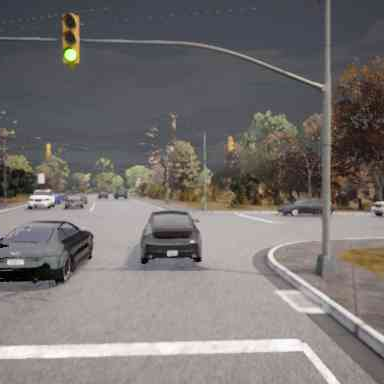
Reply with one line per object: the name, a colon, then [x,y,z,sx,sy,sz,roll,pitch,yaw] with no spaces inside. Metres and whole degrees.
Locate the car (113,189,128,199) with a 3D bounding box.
car: [-14.327,0.414,67.352,2.150,2.045,5.566,0,1,-16]

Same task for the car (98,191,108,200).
car: [-17.675,0.708,66.339,1.837,1.490,4.892,0,1,-16]

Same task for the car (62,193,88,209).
car: [-12.858,1.084,36.643,1.812,1.442,4.674,0,1,-15]

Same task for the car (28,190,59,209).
car: [-16.517,0.782,36.799,2.150,2.045,5.566,0,1,-15]

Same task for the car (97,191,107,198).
car: [-20.599,0.548,76.332,2.128,1.511,4.902,0,0,-16]

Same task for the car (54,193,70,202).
car: [-22.069,0.869,56.468,2.033,1.411,5.357,0,1,-16]

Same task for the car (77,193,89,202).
car: [-18.103,0.926,55.390,1.895,1.301,4.718,0,1,-16]

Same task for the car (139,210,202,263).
car: [-0.771,1.399,11.651,1.837,1.490,4.892,0,1,-5]

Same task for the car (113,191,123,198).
car: [-17.237,0.506,77.304,1.837,1.490,4.892,0,0,-16]

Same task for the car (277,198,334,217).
car: [9.742,1.304,28.564,4.892,1.490,1.837,1,1,-13]

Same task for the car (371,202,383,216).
car: [19.524,1.334,30.825,5.566,2.045,2.150,2,0,-13]

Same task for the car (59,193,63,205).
car: [-19.120,0.911,46.332,1.882,1.535,5.008,0,1,-16]

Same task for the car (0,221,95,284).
car: [-4.072,1.493,9.385,1.994,1.385,4.181,0,1,-5]
